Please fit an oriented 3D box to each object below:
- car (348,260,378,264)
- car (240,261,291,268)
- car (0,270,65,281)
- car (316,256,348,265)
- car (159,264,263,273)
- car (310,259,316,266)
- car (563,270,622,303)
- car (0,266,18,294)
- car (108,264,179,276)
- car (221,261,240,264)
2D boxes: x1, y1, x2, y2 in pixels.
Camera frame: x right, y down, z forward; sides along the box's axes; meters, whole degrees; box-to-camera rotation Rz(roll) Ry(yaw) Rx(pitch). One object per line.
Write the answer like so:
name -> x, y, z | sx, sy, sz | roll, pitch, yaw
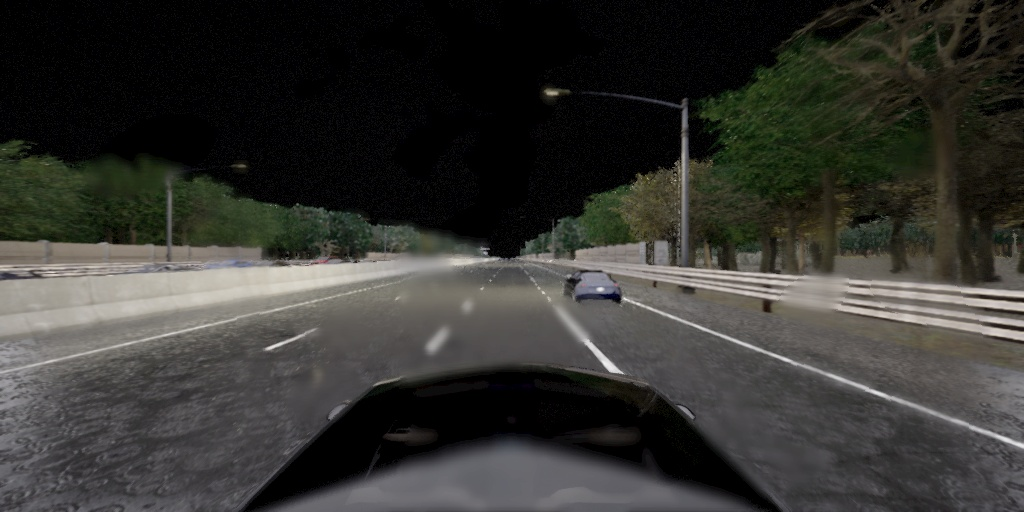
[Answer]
car -> -17.514, 1.261, 43.511 | 1.837, 1.490, 4.892 | 0, -1, 0
car -> -24.555, 1.258, 36.387 | 1.837, 1.490, 4.892 | 0, 0, 0
car -> -24.593, 1.353, 16.953 | 1.895, 1.301, 4.718 | 0, 0, 0
car -> -21.012, 1.105, 43.145 | 2.097, 1.767, 4.553 | 0, 0, 0
car -> -17.586, 1.353, 21.306 | 1.895, 1.301, 4.718 | 0, 0, 0
car -> -28.002, 1.054, 54.028 | 2.150, 2.045, 5.566 | 0, 0, 0
car -> 3.562, 1.316, 16.521 | 1.994, 1.385, 4.181 | 0, 0, 0
car -> -28.088, 1.278, 17.405 | 1.812, 1.442, 4.674 | 0, 0, 0
car -> -21.083, 1.243, 21.216 | 2.128, 1.511, 4.902 | 0, 0, 0
car -> -28.054, 1.230, 35.985 | 1.882, 1.535, 5.008 | 0, 0, 0
